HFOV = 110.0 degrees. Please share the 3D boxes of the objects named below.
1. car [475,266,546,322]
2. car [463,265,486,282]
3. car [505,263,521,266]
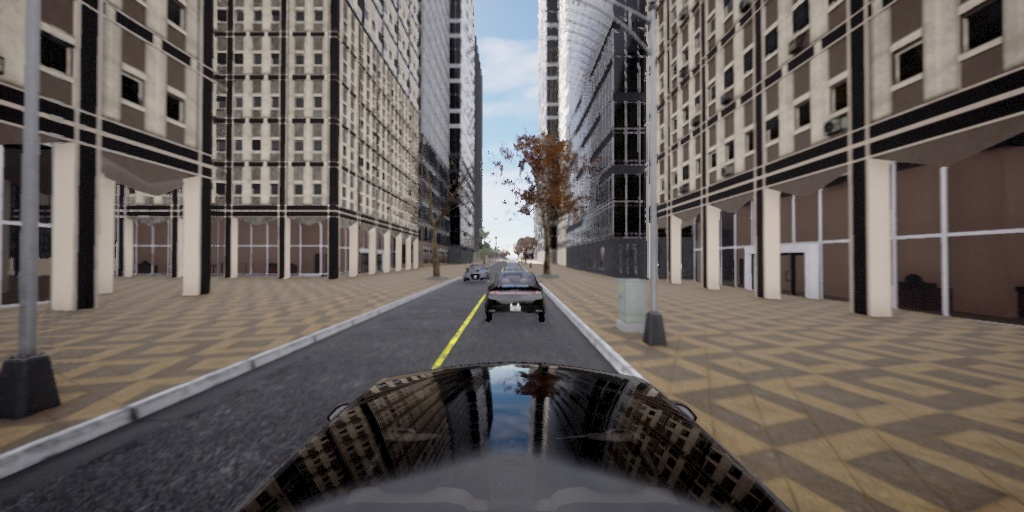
[{"bbox_3d":[0.097,1.254,12.451,2.128,1.511,4.902,0,0,0],"label":"car"},{"bbox_3d":[-2.756,1.393,28.922,1.994,1.385,4.181,0,0,0],"label":"car"},{"bbox_3d":[0.093,1.335,33.953,2.033,1.411,5.357,0,0,0],"label":"car"}]
